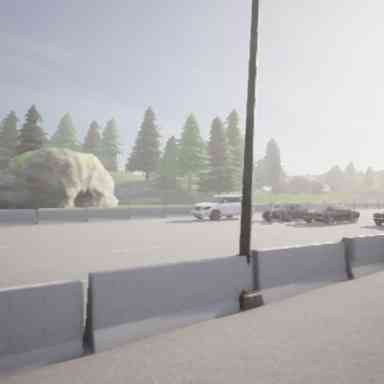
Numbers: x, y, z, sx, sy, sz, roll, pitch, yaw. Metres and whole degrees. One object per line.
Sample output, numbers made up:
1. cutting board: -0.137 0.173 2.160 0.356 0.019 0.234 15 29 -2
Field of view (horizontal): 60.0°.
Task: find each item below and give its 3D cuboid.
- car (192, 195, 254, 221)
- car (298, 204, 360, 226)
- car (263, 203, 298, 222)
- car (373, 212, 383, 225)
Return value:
1. car: 2.634 1.240 27.352 5.566 2.045 2.150 0 0 -35
2. car: 10.103 1.638 24.083 4.718 1.301 1.895 0 0 -35
3. car: 7.656 1.598 26.632 4.181 1.385 1.994 0 0 -35
4. car: 14.417 1.653 22.856 4.718 1.301 1.895 0 0 -35
